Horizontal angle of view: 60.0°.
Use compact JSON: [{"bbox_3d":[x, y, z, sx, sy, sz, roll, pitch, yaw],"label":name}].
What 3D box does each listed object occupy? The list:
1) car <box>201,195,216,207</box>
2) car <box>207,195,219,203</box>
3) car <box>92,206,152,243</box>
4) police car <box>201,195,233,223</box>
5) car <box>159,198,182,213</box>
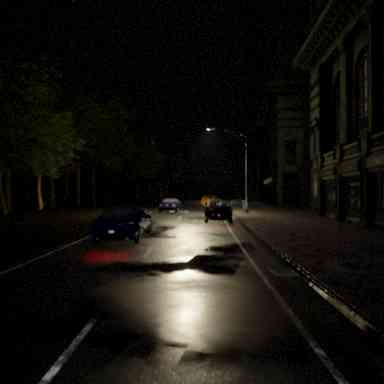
[{"bbox_3d":[2.378,1.206,47.045,1.882,1.535,5.008,0,0,6],"label":"car"},{"bbox_3d":[3.951,1.292,61.873,1.882,1.535,5.008,0,-1,7],"label":"car"},{"bbox_3d":[-3.093,1.390,15.546,1.882,1.535,5.008,0,0,2],"label":"car"},{"bbox_3d":[1.860,1.255,23.973,1.930,1.638,5.238,0,1,3],"label":"police car"},{"bbox_3d":[-2.159,1.303,33.757,2.033,1.411,5.357,0,0,4],"label":"car"}]
